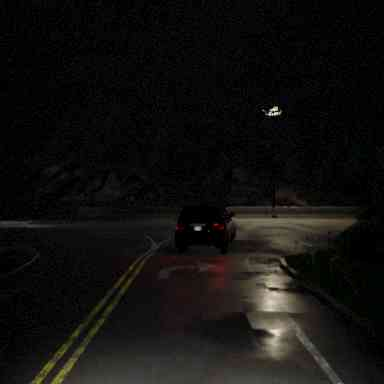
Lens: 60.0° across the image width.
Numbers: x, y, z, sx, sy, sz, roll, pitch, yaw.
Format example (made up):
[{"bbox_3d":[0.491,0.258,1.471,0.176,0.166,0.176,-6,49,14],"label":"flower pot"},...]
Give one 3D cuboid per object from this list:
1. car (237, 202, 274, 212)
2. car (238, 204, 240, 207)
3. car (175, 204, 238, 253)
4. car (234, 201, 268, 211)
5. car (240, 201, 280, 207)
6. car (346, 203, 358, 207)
[{"bbox_3d":[9.159,2.151,48.165,4.892,1.490,1.837,0,-1,0],"label":"car"},{"bbox_3d":[8.956,2.092,44.666,5.008,1.535,1.882,0,-1,-1],"label":"car"},{"bbox_3d":[0.768,1.567,15.789,2.150,2.045,5.566,-1,-1,11],"label":"car"},{"bbox_3d":[9.107,2.171,51.661,4.902,1.511,2.128,0,-1,0],"label":"car"},{"bbox_3d":[9.049,2.129,41.167,5.357,1.411,2.033,0,-1,-1],"label":"car"},{"bbox_3d":[26.870,2.228,51.807,5.357,1.411,2.033,0,-1,0],"label":"car"}]
